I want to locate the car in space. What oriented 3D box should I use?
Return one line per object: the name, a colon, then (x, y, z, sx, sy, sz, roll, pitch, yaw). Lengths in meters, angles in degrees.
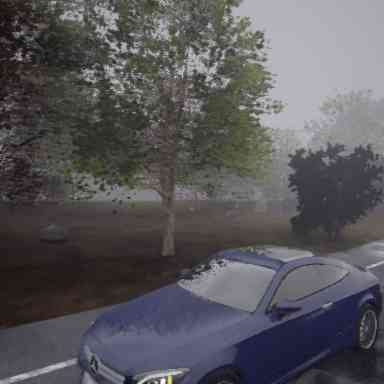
car: (0.891, 1.535, 4.536, 4.674, 1.442, 1.812, 0, 0, -38)
